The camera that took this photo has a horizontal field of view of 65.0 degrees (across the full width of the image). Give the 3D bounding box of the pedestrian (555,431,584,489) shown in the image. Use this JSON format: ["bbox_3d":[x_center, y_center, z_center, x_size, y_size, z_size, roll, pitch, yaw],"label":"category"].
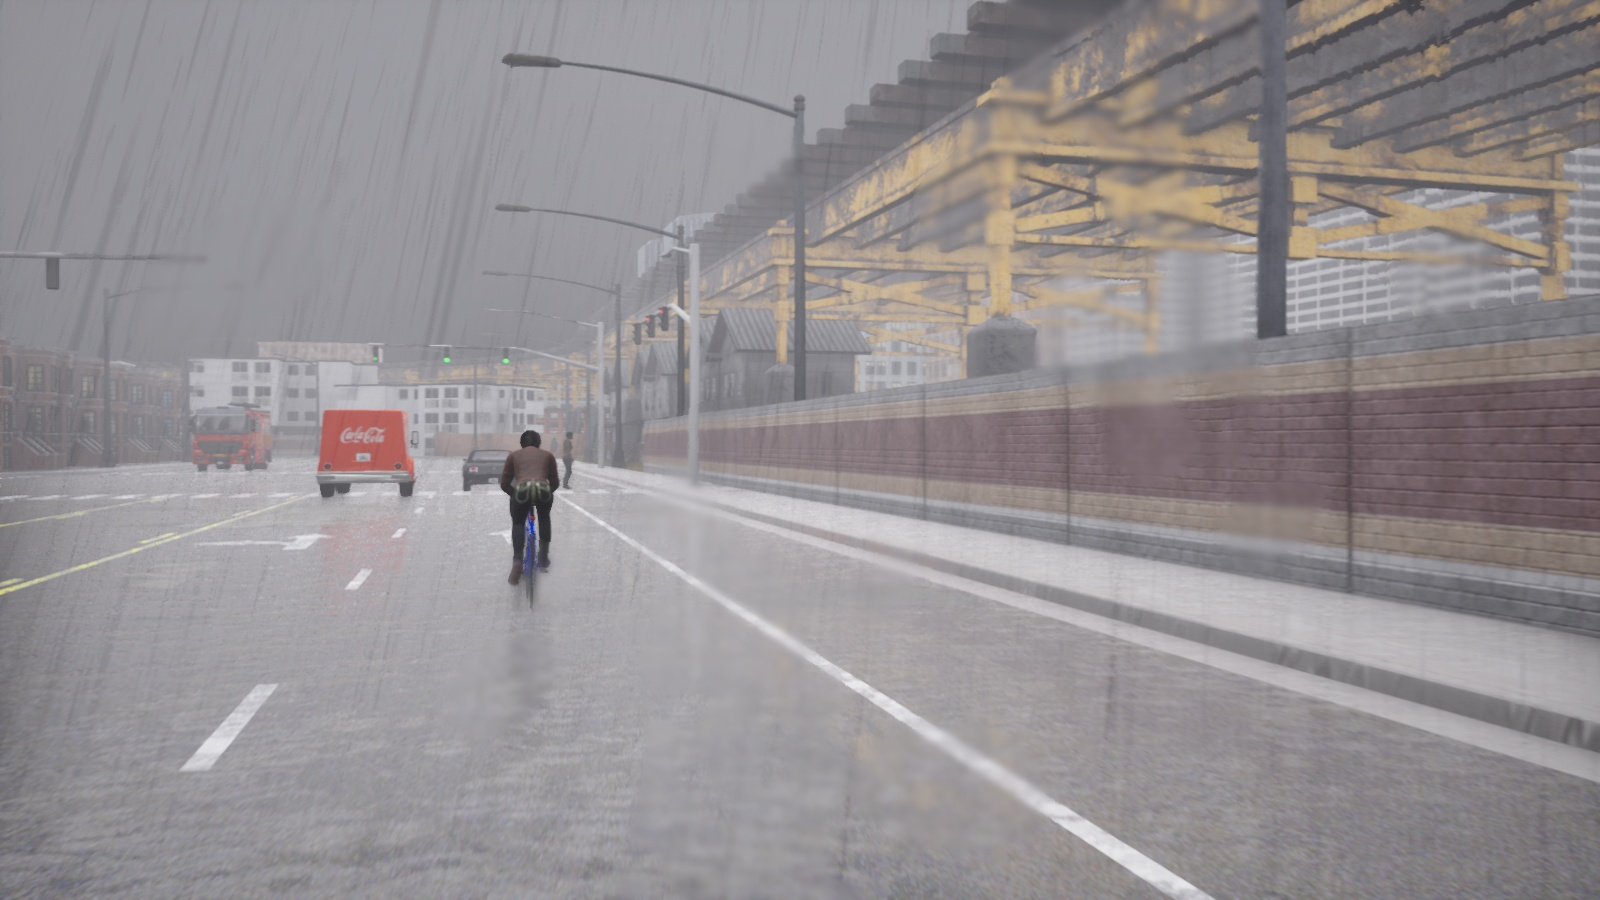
[{"bbox_3d":[-7.291,0.315,39.733,0.869,1.805,0.328,0,0,-15],"label":"pedestrian"}]

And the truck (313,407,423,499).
[{"bbox_3d":[-12.509,0.062,36.747,2.627,2.467,5.204,0,0,-14],"label":"truck"}]

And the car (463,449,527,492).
[{"bbox_3d":[-9.970,0.625,40.948,1.895,1.301,4.718,0,0,-14],"label":"car"}]

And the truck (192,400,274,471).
[{"bbox_3d":[-32.366,-0.802,72.013,2.891,3.827,8.468,0,0,-14],"label":"truck"}]

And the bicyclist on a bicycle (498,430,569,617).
[{"bbox_3d":[-2.511,0.636,11.749,0.582,1.620,1.656,0,0,-14],"label":"bicyclist on a bicycle"}]
